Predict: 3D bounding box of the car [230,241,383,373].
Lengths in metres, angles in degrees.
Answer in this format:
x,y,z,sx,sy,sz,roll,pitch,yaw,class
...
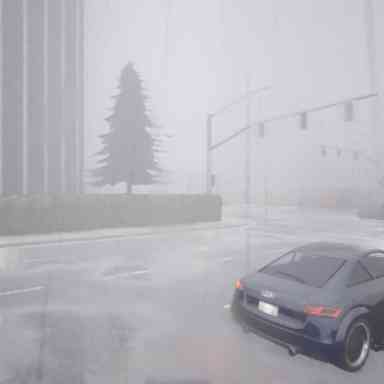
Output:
x,y,z,sx,sy,sz,roll,pitch,yaw,class
2.683,1.562,5.709,4.181,1.385,1.994,0,0,-35,car

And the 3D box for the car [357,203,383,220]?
x,y,z,sx,sy,sz,roll,pitch,yaw,class
14.648,1.555,25.397,1.994,1.385,4.181,0,0,-11,car
